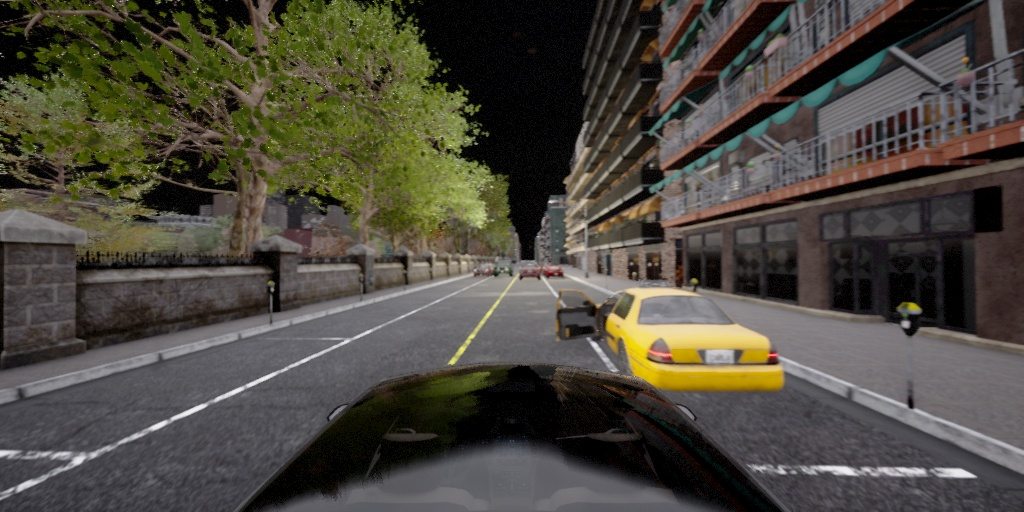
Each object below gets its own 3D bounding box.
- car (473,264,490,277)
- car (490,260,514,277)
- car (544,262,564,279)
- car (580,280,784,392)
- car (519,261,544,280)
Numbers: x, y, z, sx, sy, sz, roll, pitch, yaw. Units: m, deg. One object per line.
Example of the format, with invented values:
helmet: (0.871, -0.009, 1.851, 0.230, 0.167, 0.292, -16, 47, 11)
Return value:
car: (-3.565, 1.729, 44.157, 1.967, 1.591, 4.097, 0, 0, 3)
car: (-0.943, 1.482, 43.185, 2.150, 2.045, 5.566, 0, -1, 3)
car: (4.536, 1.695, 38.132, 1.888, 1.381, 4.507, 0, 0, 3)
car: (2.692, 1.247, 6.995, 1.801, 1.575, 5.366, -1, -1, 3)
car: (1.825, 1.501, 36.343, 2.097, 1.767, 4.553, 0, -1, 3)
